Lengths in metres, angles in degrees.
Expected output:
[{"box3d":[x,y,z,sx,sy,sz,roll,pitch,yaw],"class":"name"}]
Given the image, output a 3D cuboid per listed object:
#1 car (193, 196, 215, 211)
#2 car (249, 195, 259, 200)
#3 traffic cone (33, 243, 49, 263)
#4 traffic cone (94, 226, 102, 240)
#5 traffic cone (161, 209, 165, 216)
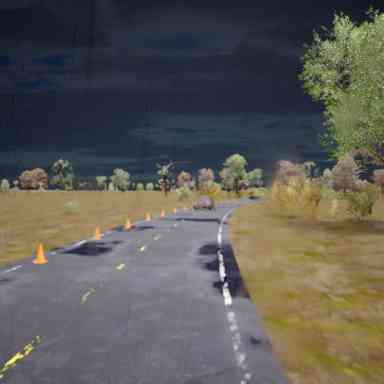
[{"box3d":[1.481,1.254,39.748,2.097,1.767,4.553,0,0,12],"class":"car"},{"box3d":[16.304,1.318,87.346,1.895,1.301,4.718,0,0,21],"class":"car"},{"box3d":[-4.789,1.924,10.542,0.340,0.580,0.340,0,0,3],"class":"traffic cone"},{"box3d":[-4.441,1.914,15.596,0.340,0.580,0.340,0,0,5],"class":"traffic cone"},{"box3d":[-2.654,1.880,30.685,0.340,0.580,0.340,0,0,9],"class":"traffic cone"}]
